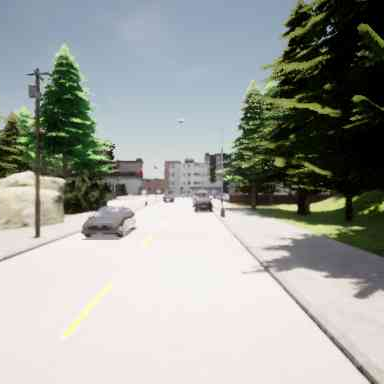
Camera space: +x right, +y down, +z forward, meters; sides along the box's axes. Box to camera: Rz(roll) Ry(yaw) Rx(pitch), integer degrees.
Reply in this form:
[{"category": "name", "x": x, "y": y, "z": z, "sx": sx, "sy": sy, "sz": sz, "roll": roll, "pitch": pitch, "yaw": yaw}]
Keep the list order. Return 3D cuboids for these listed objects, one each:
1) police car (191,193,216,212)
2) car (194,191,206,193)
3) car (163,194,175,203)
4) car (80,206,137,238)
[{"category": "police car", "x": 1.185, "y": 1.227, "z": 35.641, "sx": 1.930, "sy": 1.638, "sz": 5.238, "roll": 0, "pitch": 0, "yaw": 0}, {"category": "car", "x": 1.110, "y": 0.921, "z": 45.560, "sx": 2.150, "sy": 2.045, "sz": 5.566, "roll": -3, "pitch": 0, "yaw": 0}, {"category": "car", "x": -4.064, "y": 1.164, "z": 58.672, "sx": 2.128, "sy": 1.511, "sz": 4.902, "roll": 0, "pitch": 0, "yaw": 0}, {"category": "car", "x": -4.092, "y": 1.451, "z": 17.357, "sx": 2.033, "sy": 1.411, "sz": 5.357, "roll": 0, "pitch": 0, "yaw": 0}]
